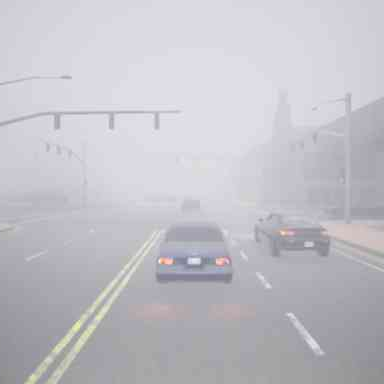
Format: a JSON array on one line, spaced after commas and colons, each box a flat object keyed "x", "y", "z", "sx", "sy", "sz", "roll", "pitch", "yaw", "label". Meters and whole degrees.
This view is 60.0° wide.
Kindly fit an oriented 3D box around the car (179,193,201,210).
[{"x": -0.087, "y": 1.166, "z": 35.026, "sx": 1.882, "sy": 1.535, "sz": 5.008, "roll": 0, "pitch": 1, "yaw": 0, "label": "car"}]

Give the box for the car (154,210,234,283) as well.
[{"x": 0.061, "y": 1.463, "z": 9.422, "sx": 2.033, "sy": 1.411, "sz": 5.357, "roll": 0, "pitch": 0, "yaw": 0, "label": "car"}]

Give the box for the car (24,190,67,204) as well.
[{"x": -21.470, "y": 0.720, "z": 48.845, "sx": 4.605, "sy": 1.855, "sz": 1.932, "roll": 0, "pitch": 1, "yaw": 0, "label": "car"}]

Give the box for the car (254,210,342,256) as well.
[{"x": 3.566, "y": 1.415, "z": 12.414, "sx": 1.812, "sy": 1.442, "sz": 4.674, "roll": 0, "pitch": 0, "yaw": 0, "label": "car"}]

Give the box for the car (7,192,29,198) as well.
[{"x": -38.893, "y": 0.705, "z": 74.251, "sx": 3.905, "sy": 1.438, "sz": 1.784, "roll": 0, "pitch": 1, "yaw": 0, "label": "car"}]

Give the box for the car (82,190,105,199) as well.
[{"x": -21.438, "y": 0.523, "z": 71.362, "sx": 3.866, "sy": 1.878, "sz": 1.905, "roll": 0, "pitch": 1, "yaw": 0, "label": "car"}]

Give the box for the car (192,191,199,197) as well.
[{"x": 0.863, "y": 0.628, "z": 89.072, "sx": 1.837, "sy": 1.490, "sz": 4.892, "roll": 0, "pitch": 1, "yaw": 2, "label": "car"}]

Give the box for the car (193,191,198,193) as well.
[{"x": 0.597, "y": 0.822, "z": 78.972, "sx": 1.812, "sy": 1.442, "sz": 4.674, "roll": 0, "pitch": 1, "yaw": 2, "label": "car"}]

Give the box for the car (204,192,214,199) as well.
[{"x": 4.104, "y": 0.847, "z": 79.192, "sx": 1.994, "sy": 1.385, "sz": 4.181, "roll": 0, "pitch": 1, "yaw": 2, "label": "car"}]

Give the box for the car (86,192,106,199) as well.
[{"x": -21.426, "y": 0.737, "z": 74.260, "sx": 3.806, "sy": 1.475, "sz": 1.970, "roll": 0, "pitch": 1, "yaw": 0, "label": "car"}]

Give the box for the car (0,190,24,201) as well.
[{"x": -38.959, "y": 0.520, "z": 71.353, "sx": 4.605, "sy": 1.855, "sz": 1.932, "roll": 0, "pitch": 1, "yaw": 0, "label": "car"}]

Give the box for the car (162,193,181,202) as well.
[{"x": -3.518, "y": 1.090, "z": 57.574, "sx": 1.895, "sy": 1.301, "sz": 4.718, "roll": 0, "pitch": 0, "yaw": 2, "label": "car"}]

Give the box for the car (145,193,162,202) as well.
[{"x": -7.000, "y": 0.975, "z": 58.196, "sx": 2.128, "sy": 1.511, "sz": 4.902, "roll": 0, "pitch": 1, "yaw": 2, "label": "car"}]

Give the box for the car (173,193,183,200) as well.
[{"x": -3.059, "y": 0.905, "z": 73.060, "sx": 1.994, "sy": 1.385, "sz": 4.181, "roll": 0, "pitch": 1, "yaw": 2, "label": "car"}]

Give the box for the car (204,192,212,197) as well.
[{"x": 4.362, "y": 0.681, "z": 88.982, "sx": 1.994, "sy": 1.385, "sz": 4.181, "roll": 0, "pitch": 1, "yaw": 2, "label": "car"}]

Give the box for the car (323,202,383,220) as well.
[{"x": 12.652, "y": 1.376, "z": 25.329, "sx": 4.718, "sy": 1.301, "sz": 1.895, "roll": 0, "pitch": 0, "yaw": 1, "label": "car"}]
